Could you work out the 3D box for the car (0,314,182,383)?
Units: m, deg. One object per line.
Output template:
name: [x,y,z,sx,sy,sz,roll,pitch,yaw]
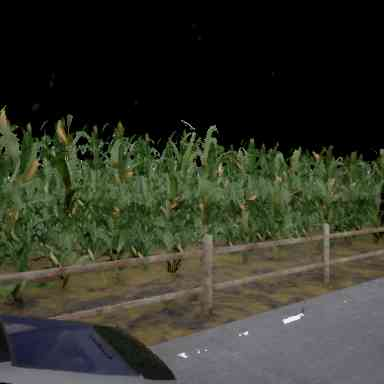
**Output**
car: [-2.010,1.564,1.784,4.181,1.385,1.994,0,0,-35]
